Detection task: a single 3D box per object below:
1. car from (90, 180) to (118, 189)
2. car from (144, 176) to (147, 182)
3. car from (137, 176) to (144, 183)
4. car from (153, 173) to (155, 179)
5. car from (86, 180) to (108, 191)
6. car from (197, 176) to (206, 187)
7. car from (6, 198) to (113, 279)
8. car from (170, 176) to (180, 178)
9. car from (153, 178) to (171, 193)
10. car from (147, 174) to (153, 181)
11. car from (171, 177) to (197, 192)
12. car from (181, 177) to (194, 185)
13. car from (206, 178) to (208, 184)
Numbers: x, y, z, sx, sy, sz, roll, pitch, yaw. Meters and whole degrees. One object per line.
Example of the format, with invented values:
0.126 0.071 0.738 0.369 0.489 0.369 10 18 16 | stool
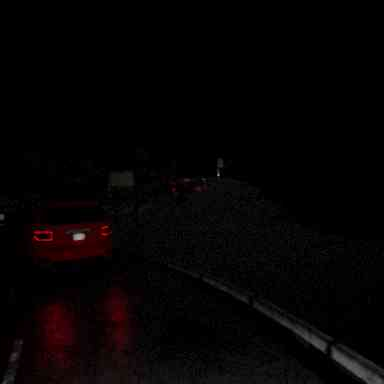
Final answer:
-15.868 -1.383 60.231 4.674 1.452 2.002 -3 4 -11 | car
-13.722 -2.810 77.762 4.892 1.521 2.231 -3 5 -14 | car
-14.012 -2.584 74.826 4.892 1.521 2.231 -3 5 -13 | car
-12.988 -3.476 86.583 5.008 1.535 2.097 -3 4 -15 | car
-16.828 -0.915 54.403 4.792 1.488 2.163 -3 5 -10 | car
0.749 -1.675 57.256 1.882 1.535 5.008 -1 4 8 | car
-4.371 1.209 10.475 2.150 2.045 5.566 -1 1 -36 | car
-2.213 -1.504 57.713 1.895 1.301 4.718 -1 4 8 | car
-4.006 -0.708 47.192 2.033 1.411 5.357 -1 4 11 | car
-13.226 -3.257 83.638 5.008 1.535 2.097 -3 4 -15 | car
-1.017 -0.844 46.871 1.882 1.535 5.008 -1 4 11 | car
-0.833 -2.320 67.517 2.033 1.411 5.357 -1 4 7 | car
2.091 -2.395 66.714 2.128 1.511 4.902 -1 4 7 | car
